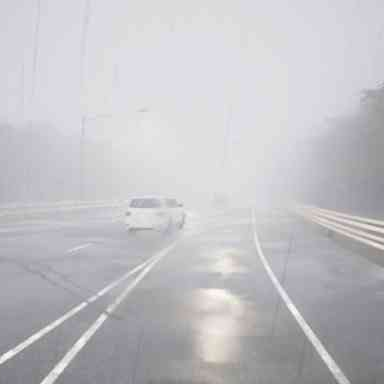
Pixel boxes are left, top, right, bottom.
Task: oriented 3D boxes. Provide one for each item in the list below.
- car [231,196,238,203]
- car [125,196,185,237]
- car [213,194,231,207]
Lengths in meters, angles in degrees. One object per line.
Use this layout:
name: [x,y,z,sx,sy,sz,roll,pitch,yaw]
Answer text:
car: [10.102,2.075,85.089,1.994,1.385,4.181,0,-1,10]
car: [-1.857,1.224,18.352,2.150,2.045,5.566,0,0,10]
car: [4.908,1.385,56.445,2.150,2.045,5.566,0,0,10]
